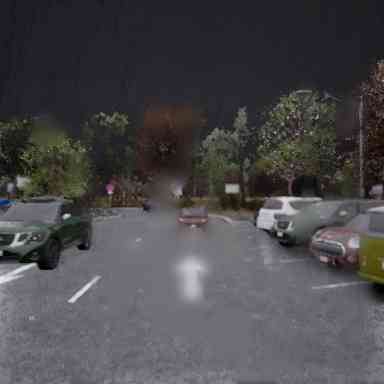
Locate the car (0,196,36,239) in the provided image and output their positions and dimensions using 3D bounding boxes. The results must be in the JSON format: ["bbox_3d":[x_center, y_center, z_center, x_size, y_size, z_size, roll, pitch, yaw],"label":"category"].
[{"bbox_3d":[-11.003,1.292,16.709,5.566,2.045,2.435,-1,0,-20],"label":"car"}]

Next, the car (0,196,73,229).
[{"bbox_3d":[-11.057,1.312,22.593,5.566,2.045,2.435,-1,0,-20],"label":"car"}]

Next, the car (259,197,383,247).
[{"bbox_3d":[5.909,1.281,13.501,5.566,2.045,2.435,1,0,-20],"label":"car"}]

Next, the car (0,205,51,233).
[{"bbox_3d":[-11.011,1.582,19.675,4.792,1.488,2.163,-1,0,-20],"label":"car"}]

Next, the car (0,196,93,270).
[{"bbox_3d":[-5.117,1.261,11.496,2.150,2.045,5.566,0,0,0],"label":"car"}]

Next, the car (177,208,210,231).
[{"bbox_3d":[0.065,1.672,21.151,1.895,1.301,4.718,0,0,0],"label":"car"}]

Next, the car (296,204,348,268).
[{"bbox_3d":[5.966,1.398,10.503,4.553,1.767,2.185,1,0,-20],"label":"car"}]

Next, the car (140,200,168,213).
[{"bbox_3d":[-4.422,1.621,38.481,2.128,1.511,4.902,0,0,-30],"label":"car"}]

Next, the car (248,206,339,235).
[{"bbox_3d":[5.937,1.582,19.585,4.792,1.488,2.163,1,0,-20],"label":"car"}]

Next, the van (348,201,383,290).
[{"bbox_3d":[6.046,1.288,7.520,4.442,1.987,1.878,1,0,-20],"label":"van"}]

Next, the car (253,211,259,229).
[{"bbox_3d":[5.946,1.292,16.562,5.566,2.045,2.435,1,0,-20],"label":"car"}]
